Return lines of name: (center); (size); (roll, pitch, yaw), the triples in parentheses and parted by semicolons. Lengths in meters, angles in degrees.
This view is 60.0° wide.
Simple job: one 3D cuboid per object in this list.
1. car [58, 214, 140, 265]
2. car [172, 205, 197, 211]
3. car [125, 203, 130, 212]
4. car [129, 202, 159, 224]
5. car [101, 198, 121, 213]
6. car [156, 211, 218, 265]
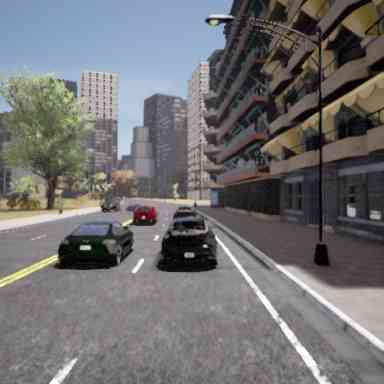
car: (-3.366, 1.736, 12.414); (1.994, 1.385, 4.181); (0, -1, -1)
car: (-0.608, 1.880, 27.547); (1.837, 1.490, 4.892); (0, 0, -2)
car: (-8.529, 2.229, 48.730); (1.994, 1.385, 4.181); (0, -1, -4)
car: (-3.902, 1.868, 28.584); (1.882, 1.535, 5.008); (0, 0, -2)
car: (-11.757, 1.883, 48.609); (2.150, 2.045, 5.566); (0, 0, -4)
car: (-0.114, 1.676, 12.439); (1.837, 1.490, 4.892); (0, 0, -1)
